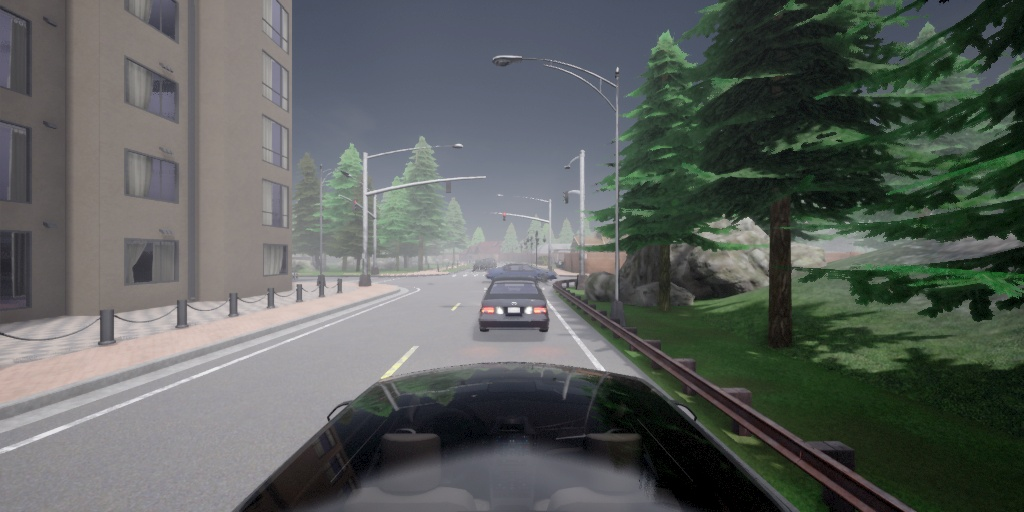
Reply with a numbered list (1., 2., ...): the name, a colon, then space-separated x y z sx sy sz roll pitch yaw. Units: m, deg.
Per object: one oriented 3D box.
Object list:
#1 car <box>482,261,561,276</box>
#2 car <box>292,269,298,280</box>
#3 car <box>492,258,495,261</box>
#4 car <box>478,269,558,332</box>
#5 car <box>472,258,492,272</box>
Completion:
1. car: 0.691 1.283 26.966 5.357 1.411 2.033 0 0 1
2. car: -18.904 1.226 27.239 4.902 1.511 2.128 0 0 1
3. car: -4.053 1.226 55.826 1.837 1.490 4.892 0 0 0
4. car: 0.068 1.297 10.802 2.033 1.411 5.357 0 0 1
5. car: -3.999 1.225 46.360 1.837 1.490 4.892 0 0 0
